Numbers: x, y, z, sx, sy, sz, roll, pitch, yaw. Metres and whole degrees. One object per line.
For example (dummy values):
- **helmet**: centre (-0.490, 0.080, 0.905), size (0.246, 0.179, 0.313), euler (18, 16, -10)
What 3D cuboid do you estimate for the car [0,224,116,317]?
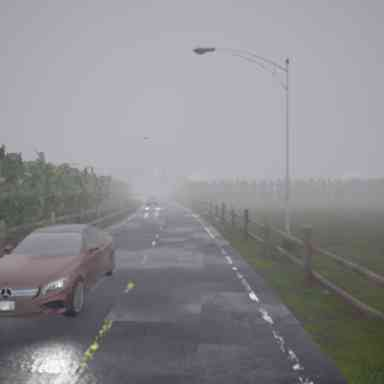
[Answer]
- **car**: centre (-2.964, 1.508, 7.547), size (1.812, 1.442, 4.674), euler (0, 0, -1)

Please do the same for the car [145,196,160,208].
- **car**: centre (-5.511, 1.370, 46.622), size (1.837, 1.490, 4.892), euler (0, 0, -6)
